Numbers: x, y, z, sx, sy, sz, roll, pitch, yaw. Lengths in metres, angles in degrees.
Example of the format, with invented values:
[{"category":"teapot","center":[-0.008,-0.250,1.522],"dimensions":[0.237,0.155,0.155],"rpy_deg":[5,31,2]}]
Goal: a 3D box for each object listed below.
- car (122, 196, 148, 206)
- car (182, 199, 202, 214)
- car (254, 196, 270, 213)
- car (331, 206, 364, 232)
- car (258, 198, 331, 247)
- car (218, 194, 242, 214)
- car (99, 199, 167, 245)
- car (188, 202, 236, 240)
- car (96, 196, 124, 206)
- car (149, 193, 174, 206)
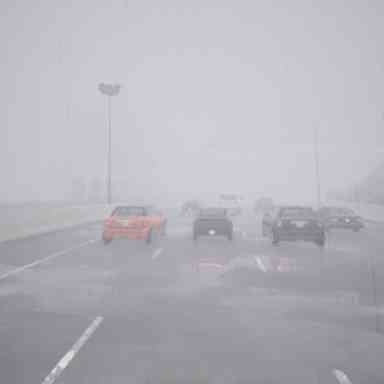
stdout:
[{"category":"car","center":[-9.200,1.459,54.245],"dimensions":[2.033,1.411,5.357],"rpy_deg":[0,0,17]},{"category":"car","center":[0.271,1.463,34.143],"dimensions":[1.837,1.490,4.892],"rpy_deg":[0,0,11]},{"category":"car","center":[8.082,1.324,37.023],"dimensions":[2.097,1.767,4.553],"rpy_deg":[0,0,13]},{"category":"car","center":[8.488,1.542,19.960],"dimensions":[2.033,1.411,5.357],"rpy_deg":[0,0,8]},{"category":"car","center":[4.486,1.343,15.319],"dimensions":[2.097,1.767,4.553],"rpy_deg":[0,0,5]},{"category":"car","center":[4.085,1.187,35.329],"dimensions":[2.150,2.045,5.566],"rpy_deg":[0,0,12]},{"category":"car","center":[-2.510,1.327,15.676],"dimensions":[2.097,1.767,4.553],"rpy_deg":[0,0,5]},{"category":"car","center":[1.123,1.486,16.849],"dimensions":[1.837,1.490,4.892],"rpy_deg":[0,0,6]},{"category":"car","center":[-13.087,1.451,53.470],"dimensions":[2.033,1.411,5.357],"rpy_deg":[0,0,17]},{"category":"car","center":[-5.019,1.139,55.865],"dimensions":[2.150,2.045,5.566],"rpy_deg":[0,0,18]}]
